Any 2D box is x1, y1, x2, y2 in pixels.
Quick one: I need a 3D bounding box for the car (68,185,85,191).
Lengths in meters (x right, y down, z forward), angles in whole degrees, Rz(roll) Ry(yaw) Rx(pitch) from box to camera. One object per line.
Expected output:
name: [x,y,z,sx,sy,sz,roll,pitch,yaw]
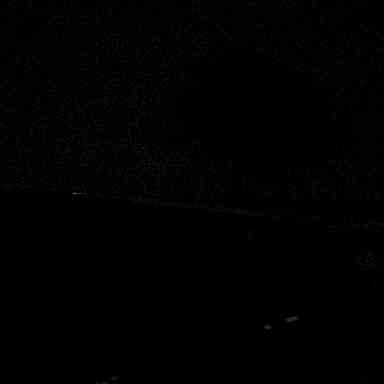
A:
car: [-21.709,-0.619,62.492,1.882,1.535,5.008,4,0,-35]
